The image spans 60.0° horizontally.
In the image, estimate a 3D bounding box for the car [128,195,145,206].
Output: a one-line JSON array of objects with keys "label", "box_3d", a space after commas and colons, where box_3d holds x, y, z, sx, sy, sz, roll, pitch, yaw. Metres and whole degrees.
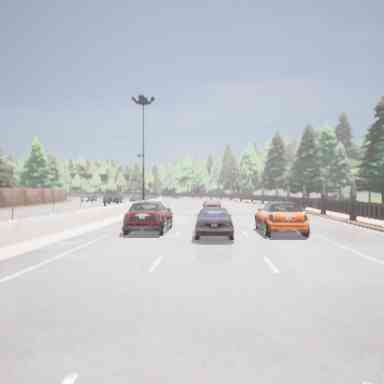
[{"label": "car", "box_3d": [-8.264, 1.301, 49.914, 2.128, 1.511, 4.902, 0, 0, -3]}]

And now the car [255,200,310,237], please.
[{"label": "car", "box_3d": [4.665, 1.281, 17.754, 2.097, 1.767, 4.553, 0, 0, 3]}]

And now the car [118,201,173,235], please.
[{"label": "car", "box_3d": [-2.311, 1.277, 18.394, 2.097, 1.767, 4.553, 0, 0, 3]}]

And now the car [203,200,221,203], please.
[{"label": "car", "box_3d": [2.107, 1.459, 35.112, 1.895, 1.301, 4.718, 0, 0, 3]}]

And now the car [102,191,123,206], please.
[{"label": "car", "box_3d": [-11.757, 0.930, 49.696, 2.150, 2.045, 5.566, 0, 0, -3]}]

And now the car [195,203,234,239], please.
[{"label": "car", "box_3d": [1.103, 1.480, 16.742, 2.033, 1.411, 5.357, 0, 0, 3]}]
